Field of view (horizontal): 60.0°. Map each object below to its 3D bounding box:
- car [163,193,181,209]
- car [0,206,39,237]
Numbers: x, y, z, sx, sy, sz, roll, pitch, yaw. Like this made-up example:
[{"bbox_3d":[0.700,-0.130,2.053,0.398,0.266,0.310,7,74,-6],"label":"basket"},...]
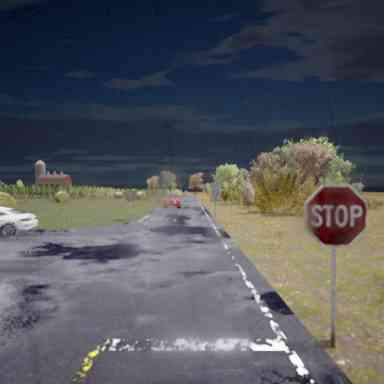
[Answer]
[{"bbox_3d":[-2.658,1.216,45.191,2.150,2.045,5.566,0,0,0],"label":"car"},{"bbox_3d":[-10.161,1.451,16.484,4.674,1.442,1.812,0,2,-9],"label":"car"}]
